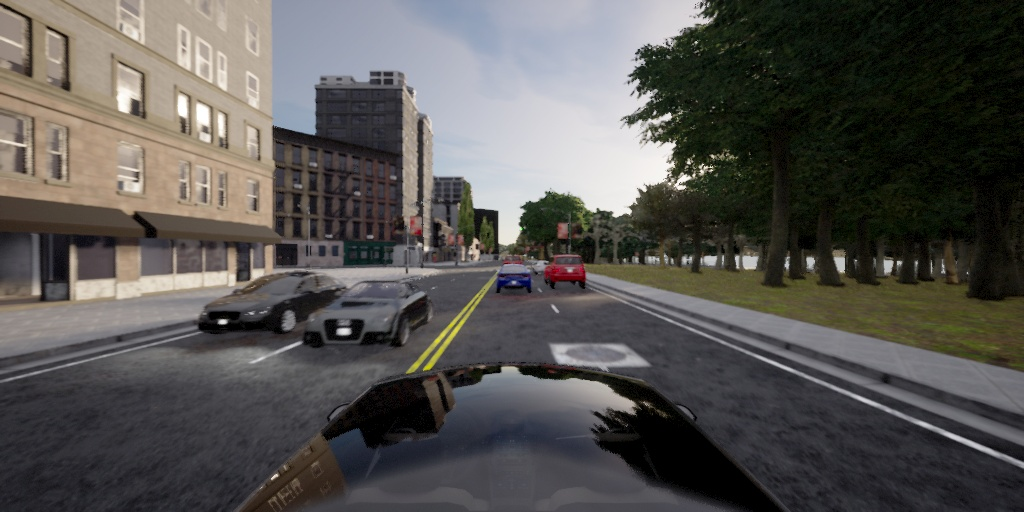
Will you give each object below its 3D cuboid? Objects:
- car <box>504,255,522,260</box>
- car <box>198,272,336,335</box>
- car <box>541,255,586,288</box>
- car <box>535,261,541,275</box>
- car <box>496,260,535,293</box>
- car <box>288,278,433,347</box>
[{"bbox_3d":[0.107,0.955,38.611,2.150,2.045,5.566,0,0,0],"label":"car"},{"bbox_3d":[-6.598,1.254,10.606,1.837,1.490,4.892,0,0,0],"label":"car"},{"bbox_3d":[3.355,0.962,23.443,2.150,2.045,5.566,0,0,0],"label":"car"},{"bbox_3d":[3.357,1.259,39.392,1.812,1.442,4.674,0,0,0],"label":"car"},{"bbox_3d":[0.103,1.222,20.997,1.882,1.535,5.008,0,0,0],"label":"car"},{"bbox_3d":[-3.349,1.313,9.133,1.994,1.385,4.181,0,0,0],"label":"car"}]
